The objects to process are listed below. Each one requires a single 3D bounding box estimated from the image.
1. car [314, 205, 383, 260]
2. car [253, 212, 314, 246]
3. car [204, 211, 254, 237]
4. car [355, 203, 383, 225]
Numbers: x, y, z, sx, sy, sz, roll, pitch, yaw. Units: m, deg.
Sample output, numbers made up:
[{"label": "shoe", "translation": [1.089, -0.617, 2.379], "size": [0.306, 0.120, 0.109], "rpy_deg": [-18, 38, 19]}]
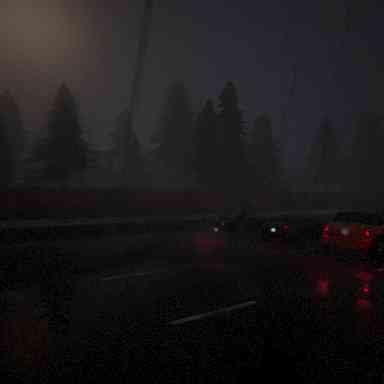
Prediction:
[{"label": "car", "translation": [7.325, 1.501, 13.370], "size": [4.553, 1.767, 2.097], "rpy_deg": [1, -1, -35]}, {"label": "car", "translation": [5.334, 1.715, 16.249], "size": [4.181, 1.385, 1.994], "rpy_deg": [1, 0, -35]}, {"label": "car", "translation": [3.111, 1.749, 18.969], "size": [4.718, 1.301, 1.895], "rpy_deg": [1, 0, -35]}, {"label": "car", "translation": [16.136, 1.801, 28.247], "size": [5.008, 1.535, 1.882], "rpy_deg": [0, 0, -35]}]
